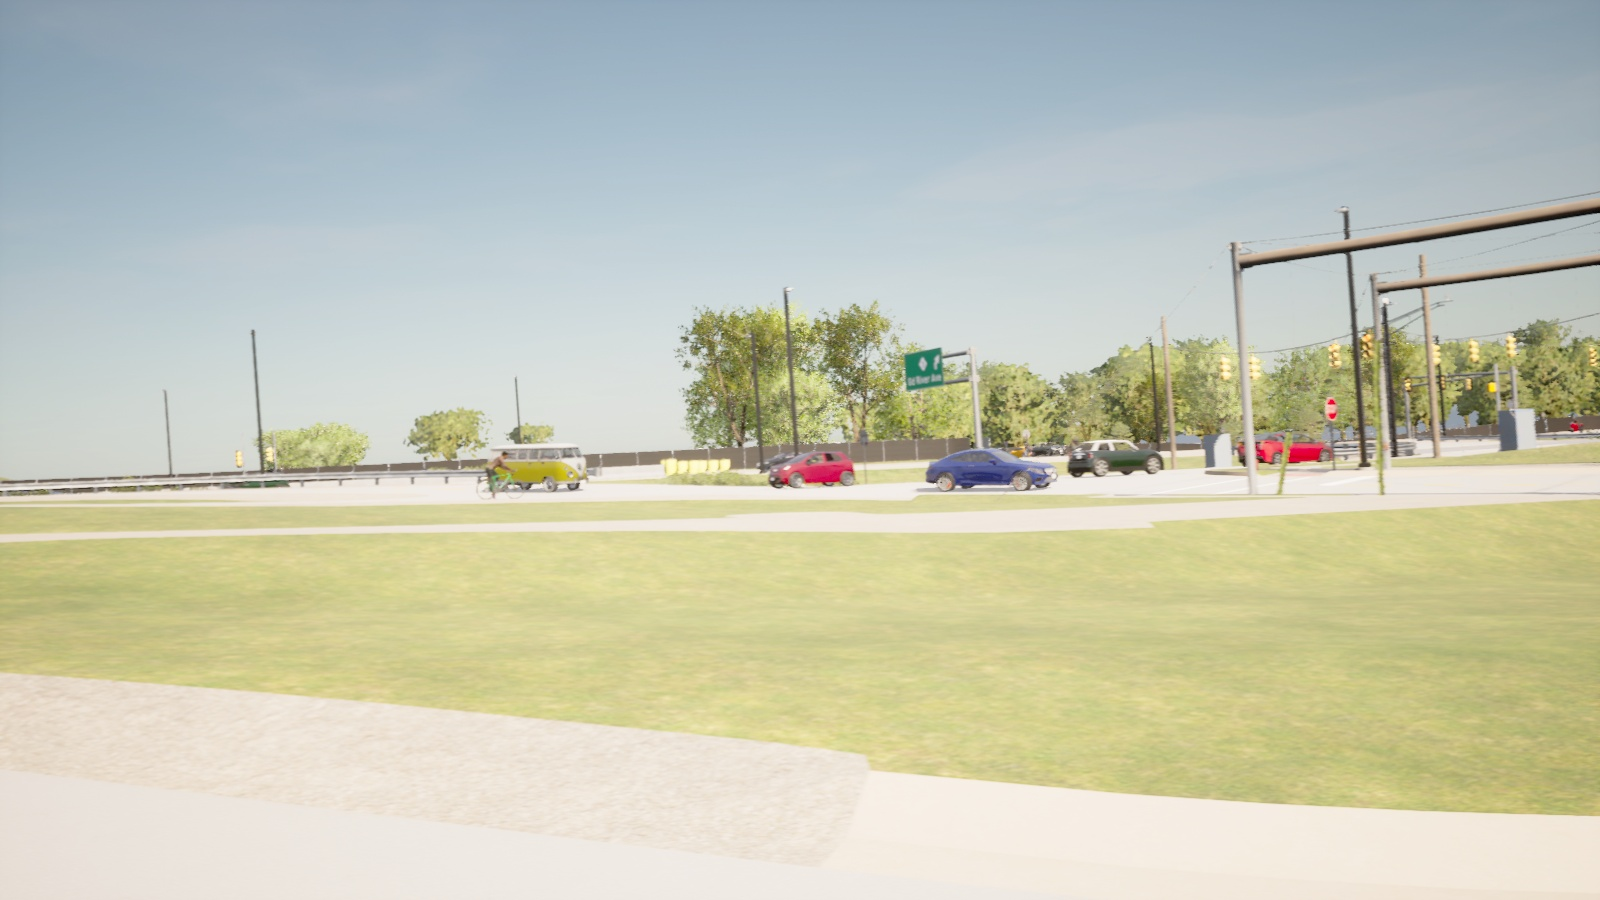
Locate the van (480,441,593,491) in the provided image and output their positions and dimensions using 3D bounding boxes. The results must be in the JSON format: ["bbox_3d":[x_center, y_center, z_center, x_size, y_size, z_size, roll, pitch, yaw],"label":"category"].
[{"bbox_3d":[-10.875,0.643,51.772,4.442,1.987,1.775,0,1,29],"label":"van"}]

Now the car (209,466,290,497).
[{"bbox_3d":[-34.803,1.974,79.376,4.553,1.767,2.097,-2,-1,-25],"label":"car"}]

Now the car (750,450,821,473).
[{"bbox_3d":[-1.084,0.846,94.850,4.902,1.511,2.128,-2,-1,-25],"label":"car"}]

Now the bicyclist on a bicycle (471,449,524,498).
[{"bbox_3d":[-10.232,0.785,42.448,1.656,1.620,0.582,0,-2,-25],"label":"bicyclist on a bicycle"}]

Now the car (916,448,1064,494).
[{"bbox_3d":[6.492,0.721,43.161,4.674,1.442,1.812,-1,1,35],"label":"car"}]

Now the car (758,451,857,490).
[{"bbox_3d":[0.319,0.847,52.067,3.633,1.501,1.845,-1,-1,-31],"label":"car"}]

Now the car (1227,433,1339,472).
[{"bbox_3d":[21.247,0.122,55.219,4.514,1.525,2.007,-2,-1,-26],"label":"car"}]

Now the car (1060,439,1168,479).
[{"bbox_3d":[12.806,0.377,51.284,3.806,1.475,1.970,-2,-1,-23],"label":"car"}]
